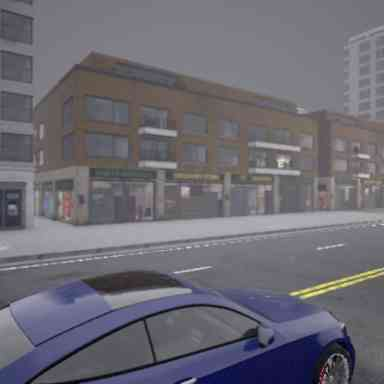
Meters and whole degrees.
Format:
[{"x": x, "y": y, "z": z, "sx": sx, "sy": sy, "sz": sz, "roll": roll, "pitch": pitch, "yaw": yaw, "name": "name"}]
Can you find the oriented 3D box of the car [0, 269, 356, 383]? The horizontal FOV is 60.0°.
[{"x": -0.343, "y": 1.525, "z": 3.195, "sx": 4.674, "sy": 1.442, "sz": 1.812, "roll": 0, "pitch": 0, "yaw": -36, "name": "car"}]
